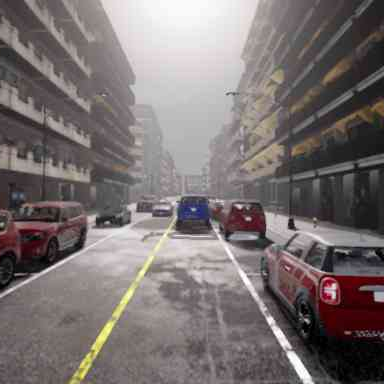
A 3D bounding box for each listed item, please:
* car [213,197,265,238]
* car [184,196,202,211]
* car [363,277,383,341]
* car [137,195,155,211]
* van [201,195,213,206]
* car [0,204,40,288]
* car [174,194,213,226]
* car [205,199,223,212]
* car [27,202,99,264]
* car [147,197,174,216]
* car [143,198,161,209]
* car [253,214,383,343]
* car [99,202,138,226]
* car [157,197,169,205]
[{"bbox_3d":[2.545,1.300,17.482,2.192,1.841,5.009,1,0,0],"label":"car"},{"bbox_3d":[0.080,1.342,40.959,2.097,1.767,4.553,0,0,0],"label":"car"},{"bbox_3d":[2.583,1.544,0.888,1.887,1.381,4.507,1,0,0],"label":"car"},{"bbox_3d":[-5.314,1.306,39.659,2.192,1.841,5.009,1,0,0],"label":"car"},{"bbox_3d":[2.522,1.355,56.202,1.690,1.788,3.998,1,0,0],"label":"van"},{"bbox_3d":[-5.295,1.309,6.476,2.192,1.841,5.009,1,0,0],"label":"car"},{"bbox_3d":[0.088,1.203,23.383,2.150,2.045,5.566,0,0,0],"label":"car"},{"bbox_3d":[2.527,1.571,39.608,1.802,1.307,4.206,1,0,0],"label":"car"},{"bbox_3d":[-5.298,1.304,12.006,2.192,1.841,5.009,1,0,0],"label":"car"},{"bbox_3d":[-2.769,1.533,32.263,2.033,1.411,5.357,0,0,0],"label":"car"},{"bbox_3d":[-5.322,1.542,45.190,1.887,1.381,4.507,1,0,0],"label":"car"},{"bbox_3d":[2.590,1.433,6.420,1.967,1.590,4.097,1,0,0],"label":"car"},{"bbox_3d":[-5.310,1.550,23.069,1.947,1.339,4.313,1,0,0],"label":"car"},{"bbox_3d":[-5.332,1.609,61.784,1.802,1.307,4.206,1,0,0],"label":"car"}]
